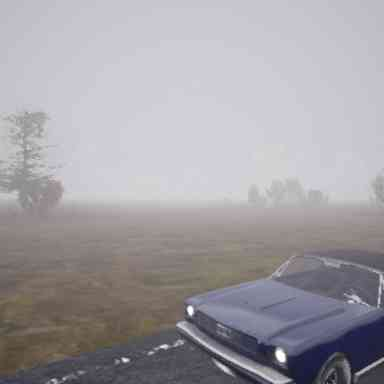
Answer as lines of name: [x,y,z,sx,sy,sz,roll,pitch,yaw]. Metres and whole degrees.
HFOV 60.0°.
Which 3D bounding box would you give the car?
car: [2.141,1.602,4.907,4.718,1.301,1.895,0,0,-36]
